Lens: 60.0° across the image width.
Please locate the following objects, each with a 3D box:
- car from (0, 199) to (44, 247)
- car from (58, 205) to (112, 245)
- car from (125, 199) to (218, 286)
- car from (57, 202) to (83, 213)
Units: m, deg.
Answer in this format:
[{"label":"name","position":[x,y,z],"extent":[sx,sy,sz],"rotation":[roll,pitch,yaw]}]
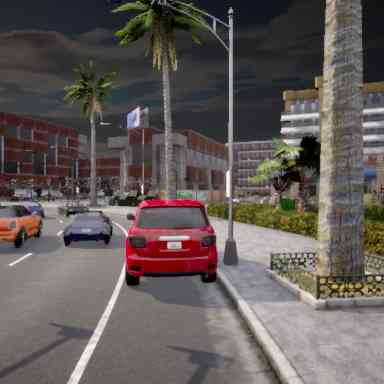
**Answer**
[{"label":"car","position":[-8.193,1.344,14.830],"extent":[2.097,1.767,4.553],"rotation":[0,0,-12]},{"label":"car","position":[-4.828,1.561,15.776],"extent":[1.994,1.385,4.181],"rotation":[0,0,-13]},{"label":"car","position":[-0.718,1.219,9.685],"extent":[2.150,2.045,5.566],"rotation":[0,0,-7]},{"label":"car","position":[-11.226,1.592,31.088],"extent":[1.895,1.301,4.718],"rotation":[0,0,-33]}]
